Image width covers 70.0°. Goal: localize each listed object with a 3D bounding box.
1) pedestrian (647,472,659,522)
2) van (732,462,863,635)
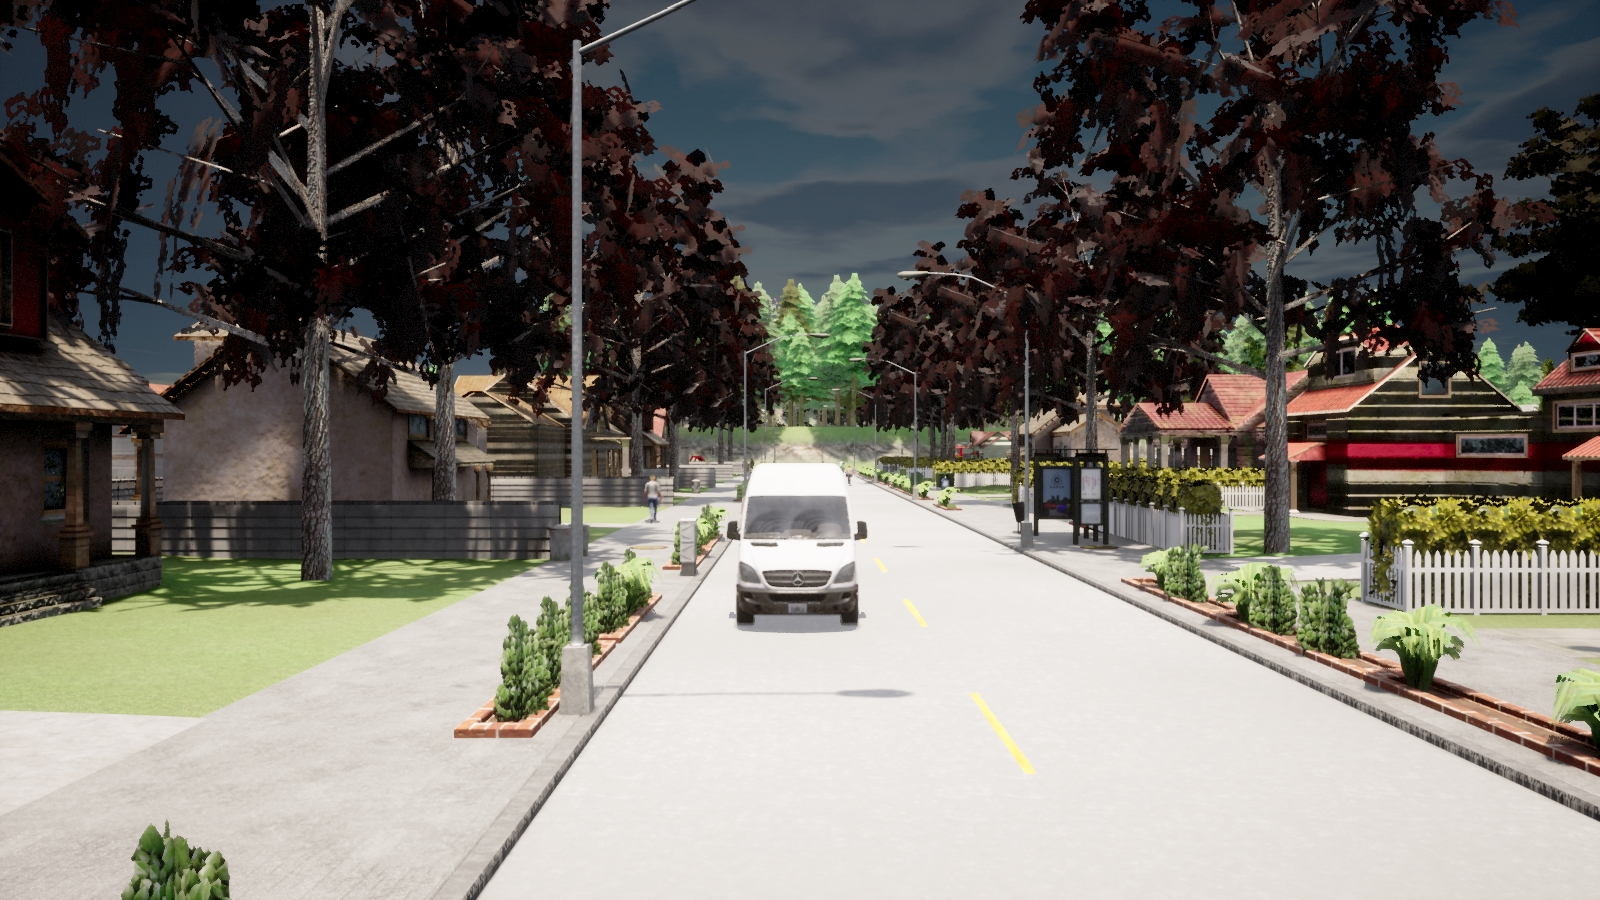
[{"bbox_3d":[-5.473,1.743,42.544,0.375,1.860,0.375,0,0,2],"label":"pedestrian"},{"bbox_3d":[-0.040,1.534,20.297,1.988,2.561,5.915,0,0,0],"label":"van"}]
